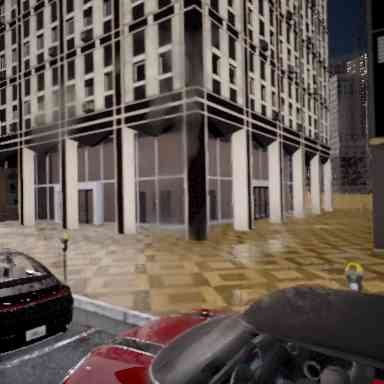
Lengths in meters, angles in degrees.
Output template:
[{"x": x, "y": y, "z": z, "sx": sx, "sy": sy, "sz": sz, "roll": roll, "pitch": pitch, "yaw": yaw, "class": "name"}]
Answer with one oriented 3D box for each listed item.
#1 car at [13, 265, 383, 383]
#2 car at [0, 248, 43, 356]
[{"x": 0.801, "y": 1.447, "z": 2.318, "sx": 4.097, "sy": 1.590, "sz": 1.967, "roll": -1, "pitch": -1, "yaw": 35, "class": "car"}, {"x": -3.802, "y": 1.622, "z": 5.594, "sx": 4.403, "sy": 1.369, "sz": 2.008, "roll": -1, "pitch": -1, "yaw": 35, "class": "car"}]
